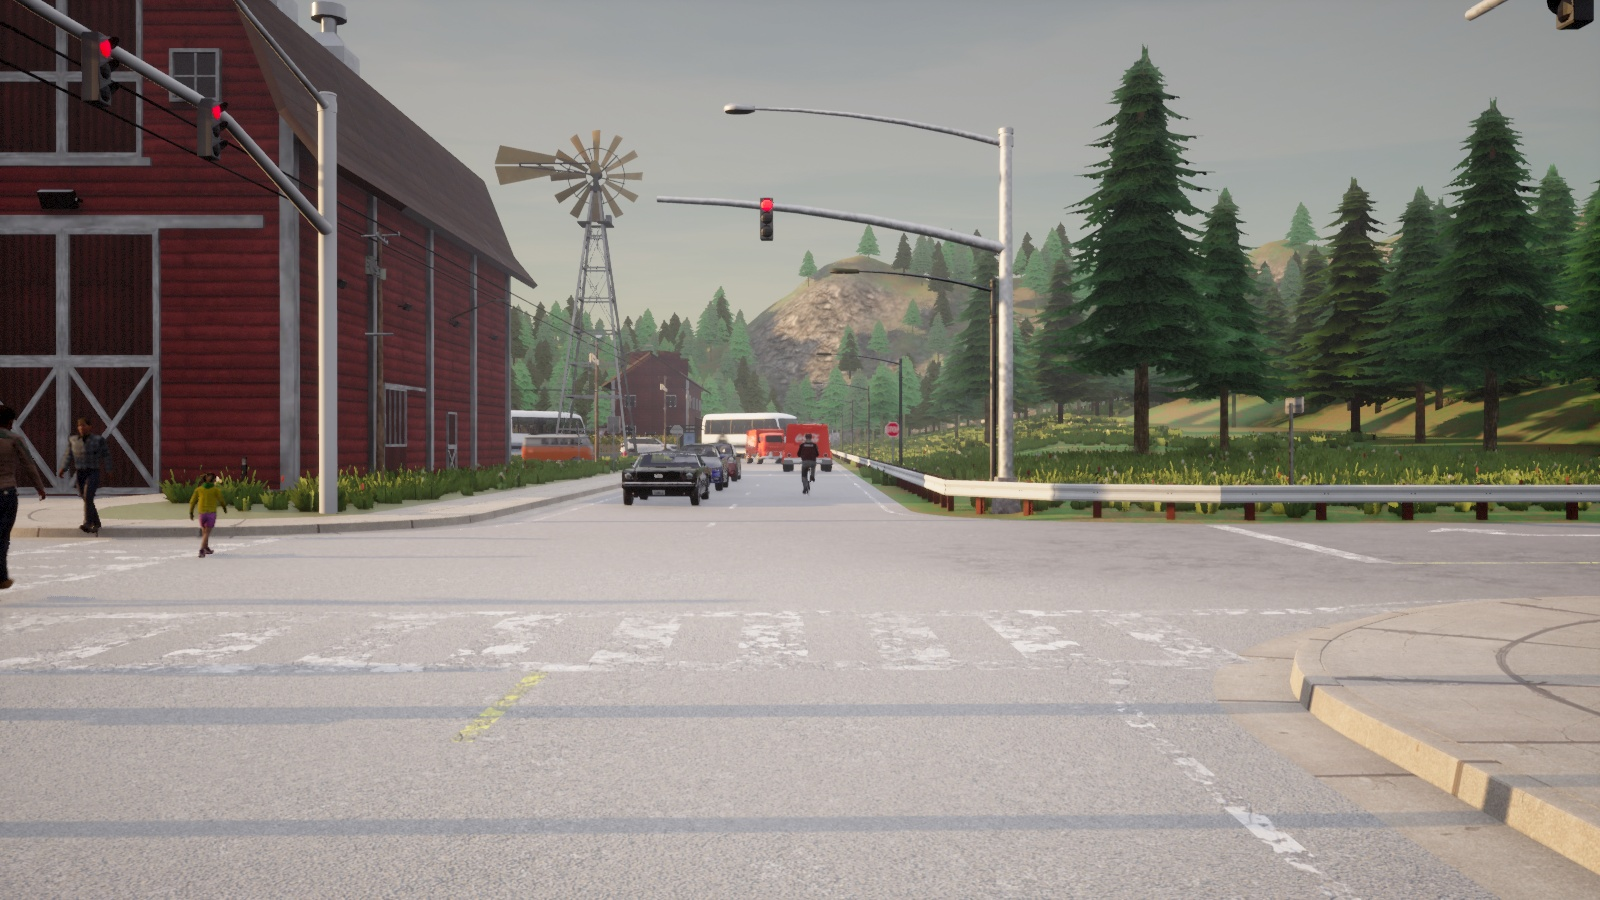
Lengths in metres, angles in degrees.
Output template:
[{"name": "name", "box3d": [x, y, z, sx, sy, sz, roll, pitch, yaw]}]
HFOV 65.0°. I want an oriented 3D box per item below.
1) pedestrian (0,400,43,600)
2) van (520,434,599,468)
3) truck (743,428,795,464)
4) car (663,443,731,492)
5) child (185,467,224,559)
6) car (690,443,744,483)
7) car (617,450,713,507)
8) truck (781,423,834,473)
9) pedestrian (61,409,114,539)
[{"name": "pedestrian", "box3d": [-7.412, 0.450, 11.643, 0.328, 1.805, 0.869, 0, 0, -5]}, {"name": "van", "box3d": [-14.565, 0.058, 76.112, 4.442, 1.987, 1.775, 0, 0, -1]}, {"name": "truck", "box3d": [-2.242, -0.234, 88.656, 2.627, 2.467, 5.204, 0, 0, -14]}, {"name": "car", "box3d": [-3.261, 0.529, 40.469, 1.816, 1.474, 4.193, 0, 0, 0]}, {"name": "child", "box3d": [-7.688, 0.804, 16.226, 0.299, 1.160, 0.473, 0, 0, -3]}, {"name": "car", "box3d": [-3.213, 0.479, 49.318, 1.845, 1.501, 3.633, 0, 0, 0]}, {"name": "car", "box3d": [-3.310, 0.665, 31.709, 1.895, 1.301, 4.718, 0, 0, 0]}, {"name": "truck", "box3d": [0.379, -0.109, 65.419, 2.627, 2.467, 5.204, 0, 0, 0]}, {"name": "pedestrian", "box3d": [-10.899, 0.352, 19.224, 0.423, 1.949, 0.788, 0, 0, -6]}]
